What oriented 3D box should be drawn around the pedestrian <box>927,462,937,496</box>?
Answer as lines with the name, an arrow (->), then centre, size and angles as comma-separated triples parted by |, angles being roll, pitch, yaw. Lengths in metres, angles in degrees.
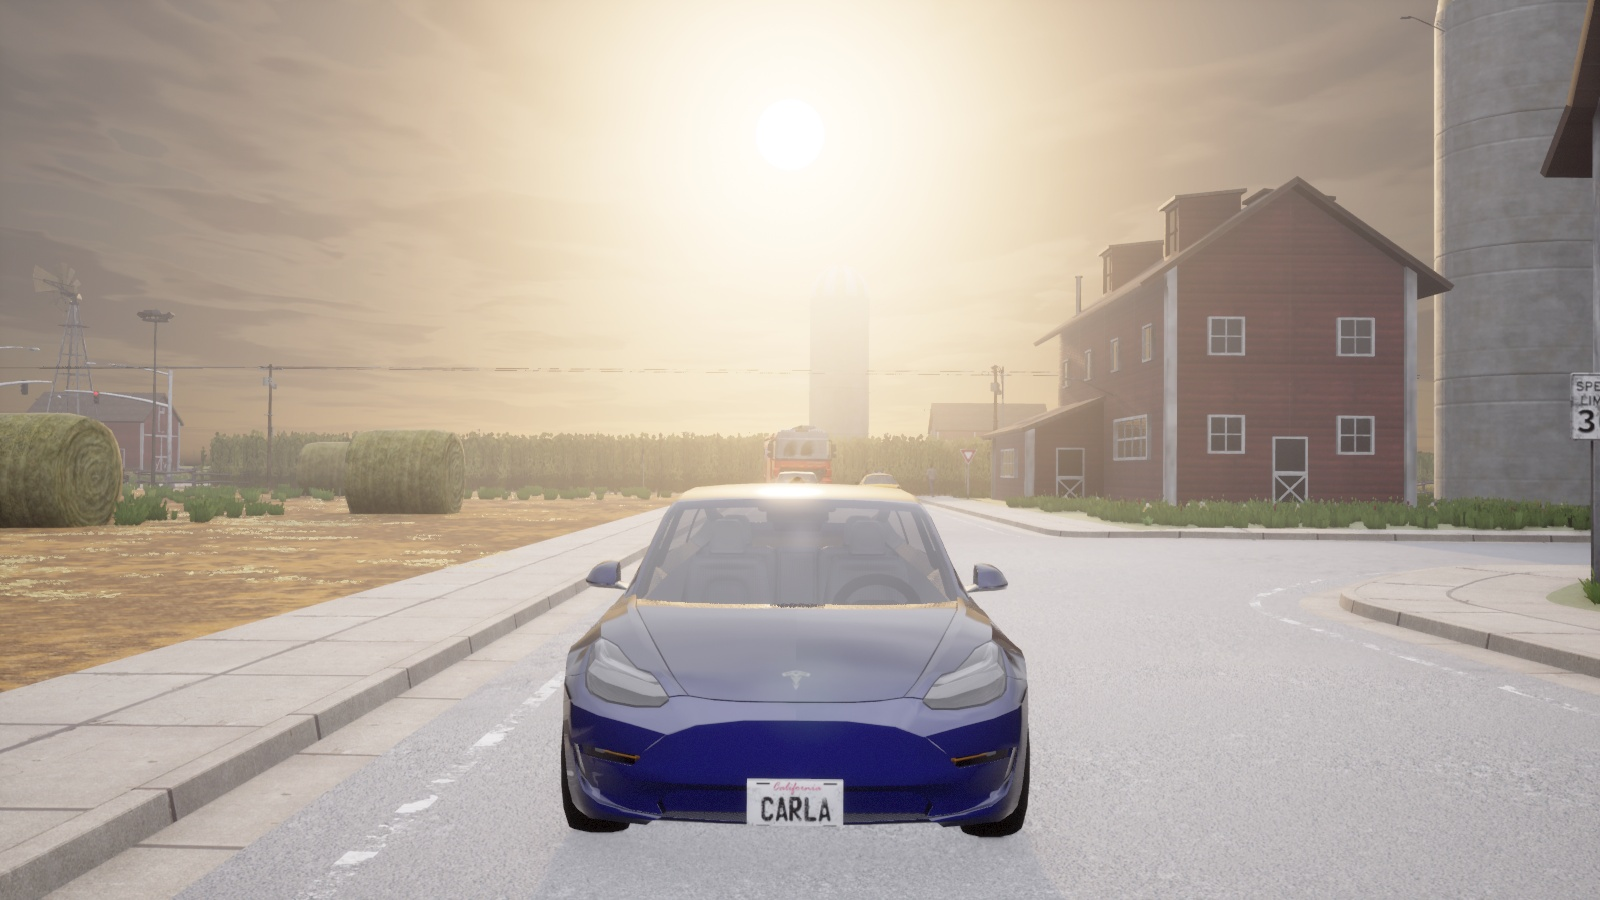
pedestrian -> 7.186, 1.574, 68.283 | 0.354, 1.836, 0.706 | 0, -1, -8

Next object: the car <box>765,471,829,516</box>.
car -> -0.100, 1.479, 44.137 | 2.128, 1.511, 4.902 | 0, -1, 0

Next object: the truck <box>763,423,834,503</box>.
truck -> -0.193, 0.680, 64.308 | 2.891, 3.827, 8.468 | 0, -1, -5

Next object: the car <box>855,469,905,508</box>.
car -> 3.376, 1.618, 53.829 | 1.801, 1.575, 5.366 | 0, -1, 0

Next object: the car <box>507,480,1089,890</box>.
car -> -0.011, 0.931, 7.078 | 2.163, 1.488, 4.792 | 0, -1, 0
